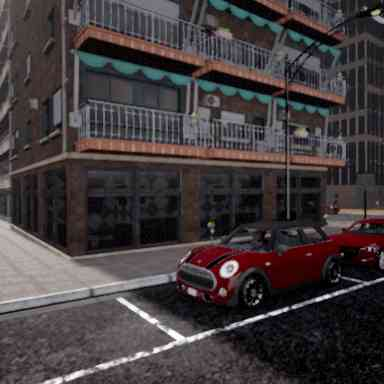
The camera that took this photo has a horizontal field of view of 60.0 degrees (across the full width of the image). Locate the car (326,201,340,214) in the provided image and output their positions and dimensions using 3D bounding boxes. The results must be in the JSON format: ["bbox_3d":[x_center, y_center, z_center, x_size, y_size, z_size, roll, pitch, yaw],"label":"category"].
[{"bbox_3d":[15.403,1.794,39.815,1.967,1.590,4.097,-2,0,-36],"label":"car"}]

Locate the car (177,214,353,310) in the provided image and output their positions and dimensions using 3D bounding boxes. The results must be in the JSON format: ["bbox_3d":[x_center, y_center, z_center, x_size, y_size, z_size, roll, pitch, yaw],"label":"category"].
[{"bbox_3d":[1.628,1.447,7.727,4.097,1.590,1.967,0,-1,-35],"label":"car"}]

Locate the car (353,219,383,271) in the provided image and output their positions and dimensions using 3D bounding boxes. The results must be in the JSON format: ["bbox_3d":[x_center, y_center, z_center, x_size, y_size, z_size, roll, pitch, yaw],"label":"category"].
[{"bbox_3d":[6.128,1.559,10.931,4.507,1.381,1.887,0,-1,-35],"label":"car"}]
